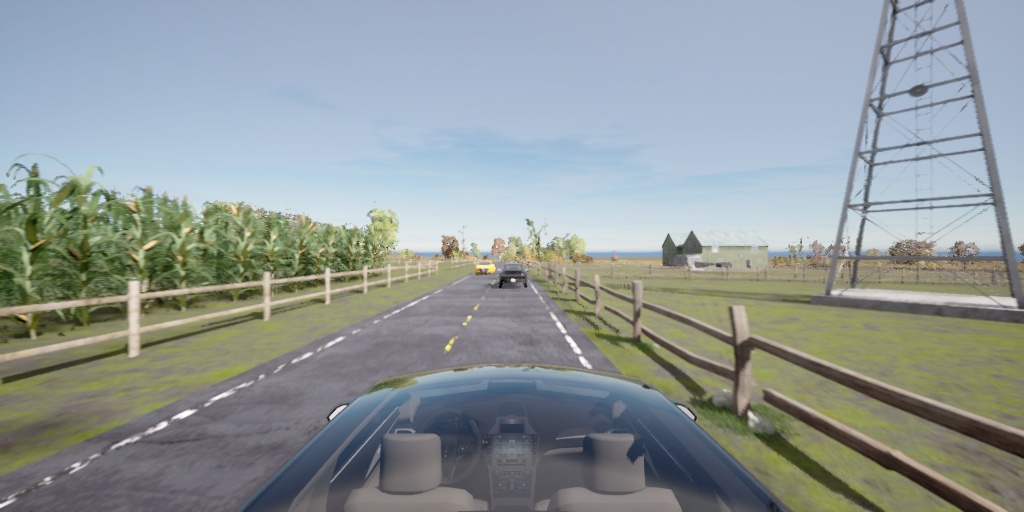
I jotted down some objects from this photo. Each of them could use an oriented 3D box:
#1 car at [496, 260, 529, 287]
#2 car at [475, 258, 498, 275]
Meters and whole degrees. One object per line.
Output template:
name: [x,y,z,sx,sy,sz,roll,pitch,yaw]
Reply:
car: [0.073,1.255,24.518,1.837,1.490,4.892,0,0,0]
car: [-2.886,1.239,38.967,1.882,1.535,5.008,0,0,0]
